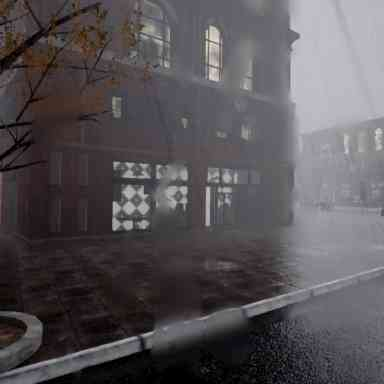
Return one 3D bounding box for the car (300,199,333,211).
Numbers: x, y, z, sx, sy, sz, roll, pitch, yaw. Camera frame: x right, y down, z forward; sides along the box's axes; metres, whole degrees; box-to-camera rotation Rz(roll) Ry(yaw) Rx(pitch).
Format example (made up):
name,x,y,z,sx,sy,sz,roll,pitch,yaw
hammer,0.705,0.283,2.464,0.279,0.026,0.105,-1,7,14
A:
name,x,y,z,sx,sy,sz,roll,pitch,yaw
car,15.548,1.617,41.673,2.008,1.369,4.403,1,-1,-28
